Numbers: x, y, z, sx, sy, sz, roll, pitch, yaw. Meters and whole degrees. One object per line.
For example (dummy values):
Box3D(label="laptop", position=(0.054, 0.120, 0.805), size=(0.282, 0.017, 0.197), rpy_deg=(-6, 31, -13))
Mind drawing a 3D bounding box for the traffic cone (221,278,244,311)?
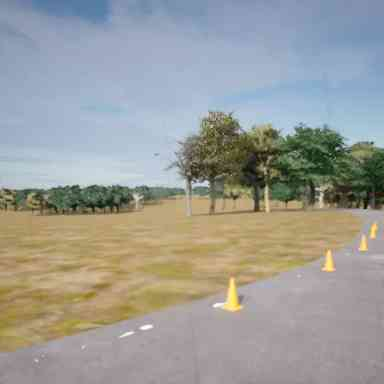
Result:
Box3D(label="traffic cone", position=(0.808, 1.999, 6.610), size=(0.340, 0.580, 0.340), rpy_deg=(0, -1, -42))

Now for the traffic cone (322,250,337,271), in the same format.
Box3D(label="traffic cone", position=(4.116, 2.024, 9.974), size=(0.340, 0.580, 0.340), rpy_deg=(-1, -1, 42))

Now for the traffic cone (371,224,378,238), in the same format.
Box3D(label="traffic cone", position=(9.637, 2.135, 17.683), size=(0.340, 0.580, 0.340), rpy_deg=(-1, -1, 31))

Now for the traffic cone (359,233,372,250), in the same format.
Box3D(label="traffic cone", position=(7.057, 2.069, 13.664), size=(0.340, 0.580, 0.340), rpy_deg=(-1, -1, 36))
